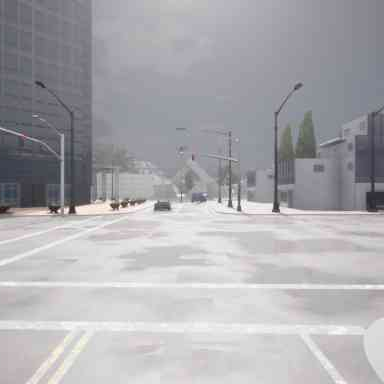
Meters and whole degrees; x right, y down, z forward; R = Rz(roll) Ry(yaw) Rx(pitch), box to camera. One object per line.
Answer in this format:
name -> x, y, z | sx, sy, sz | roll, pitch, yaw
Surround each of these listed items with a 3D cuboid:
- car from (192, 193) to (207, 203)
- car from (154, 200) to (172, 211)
car -> 1.521, 1.214, 69.620 | 2.150, 2.045, 5.566 | 0, -1, 15
car -> -3.614, 1.601, 41.604 | 1.895, 1.301, 4.718 | 0, 0, 0
